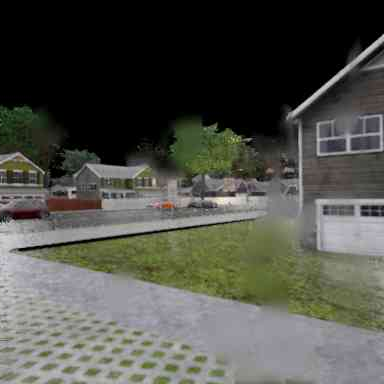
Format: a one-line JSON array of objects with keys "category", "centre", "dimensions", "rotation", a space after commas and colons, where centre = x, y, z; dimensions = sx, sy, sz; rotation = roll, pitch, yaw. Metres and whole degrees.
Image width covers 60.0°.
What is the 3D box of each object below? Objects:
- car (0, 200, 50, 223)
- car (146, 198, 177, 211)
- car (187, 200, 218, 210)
[{"category": "car", "centre": [-13.831, 1.460, 26.464], "dimensions": [2.097, 1.767, 4.553], "rotation": [-1, -1, 37]}, {"category": "car", "centre": [-4.115, 1.613, 44.903], "dimensions": [2.097, 1.767, 4.553], "rotation": [-1, -1, 37]}, {"category": "car", "centre": [1.553, 1.796, 47.032], "dimensions": [2.033, 1.411, 5.357], "rotation": [-1, -1, 37]}]
